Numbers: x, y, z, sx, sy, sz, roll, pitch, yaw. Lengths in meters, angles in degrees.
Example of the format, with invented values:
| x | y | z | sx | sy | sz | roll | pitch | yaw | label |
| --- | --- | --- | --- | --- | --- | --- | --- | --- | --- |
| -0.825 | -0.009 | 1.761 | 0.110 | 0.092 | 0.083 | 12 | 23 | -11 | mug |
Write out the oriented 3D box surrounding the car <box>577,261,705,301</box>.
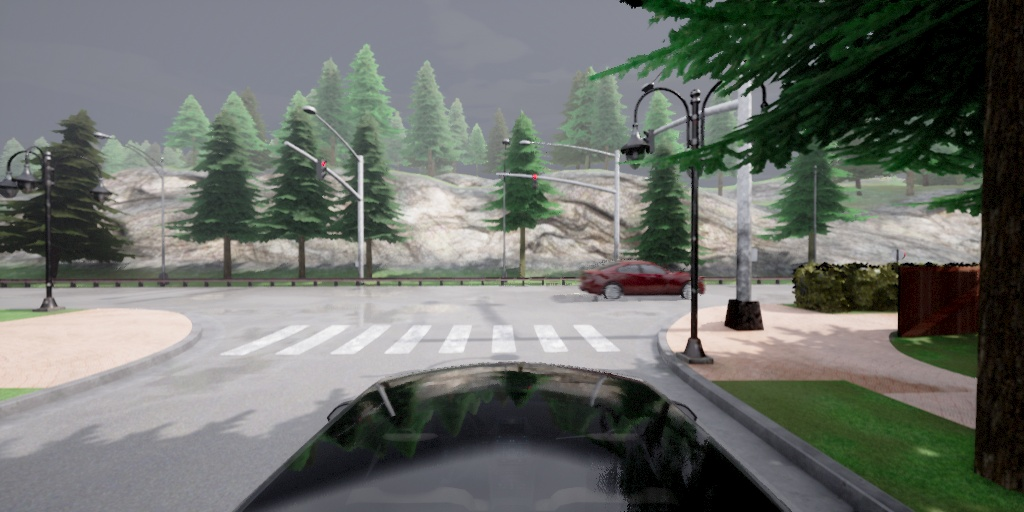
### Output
| x | y | z | sx | sy | sz | roll | pitch | yaw | label |
| --- | --- | --- | --- | --- | --- | --- | --- | --- | --- |
| 5.214 | 0.947 | 14.624 | 5.008 | 1.535 | 1.882 | 0 | 0 | -3 | car |
